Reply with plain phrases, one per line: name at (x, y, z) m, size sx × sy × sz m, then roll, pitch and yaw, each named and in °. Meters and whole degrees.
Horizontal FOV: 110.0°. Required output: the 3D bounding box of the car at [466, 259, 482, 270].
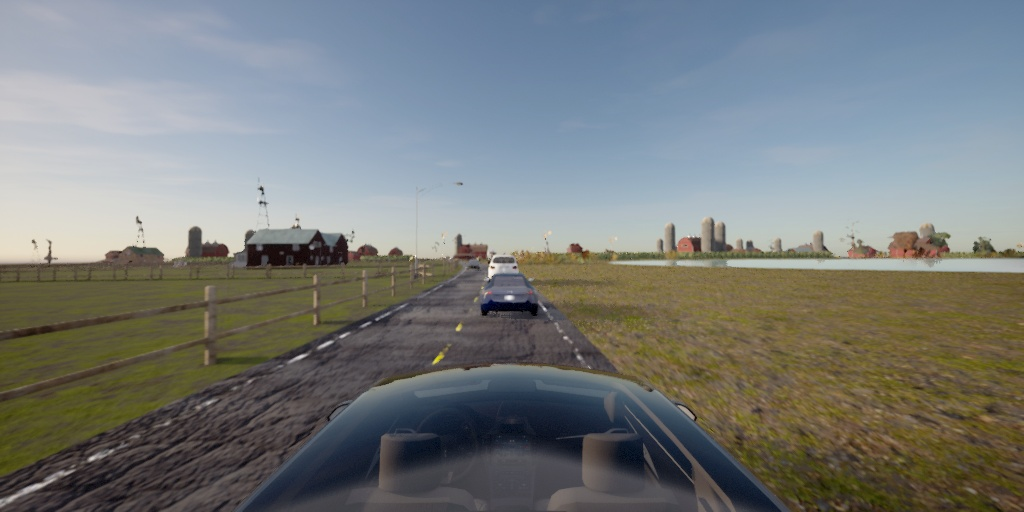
car at (-5.405, 1.234, 50.864) m, size 1.837 × 1.490 × 4.892 m, roll 0°, pitch 0°, yaw -6°

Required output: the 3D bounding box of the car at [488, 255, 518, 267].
car at (-0.687, 0.951, 27.642) m, size 2.150 × 2.045 × 5.566 m, roll 0°, pitch 0°, yaw -3°

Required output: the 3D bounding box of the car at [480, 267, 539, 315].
car at (-0.119, 1.298, 13.428) m, size 1.994 × 1.385 × 4.181 m, roll 0°, pitch 0°, yaw -1°
